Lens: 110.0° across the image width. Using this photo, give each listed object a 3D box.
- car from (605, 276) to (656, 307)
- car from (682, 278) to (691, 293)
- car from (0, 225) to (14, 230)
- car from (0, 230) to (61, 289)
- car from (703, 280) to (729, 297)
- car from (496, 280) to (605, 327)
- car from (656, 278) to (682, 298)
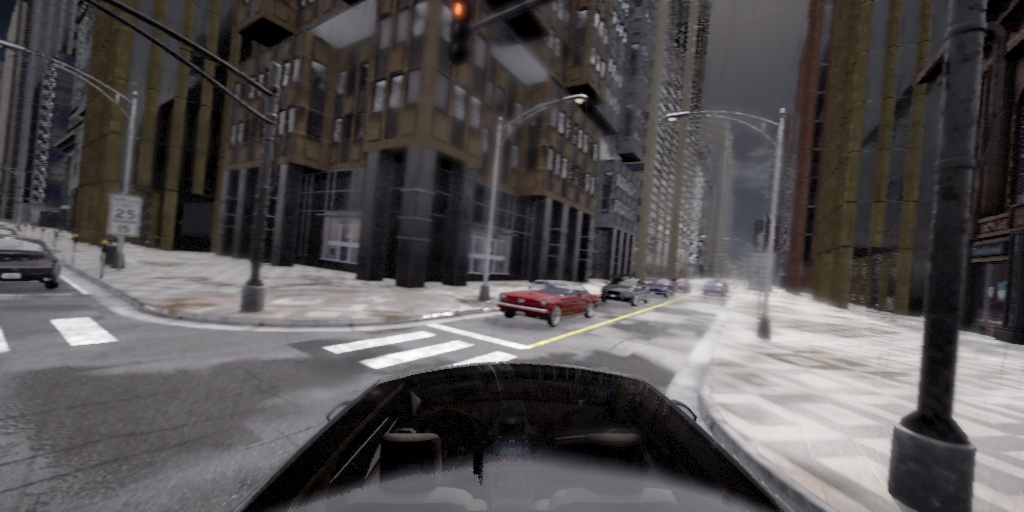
[{"bbox_3d":[6.567,1.933,20.578,1.837,1.490,4.892,5,0,33],"label":"car"},{"bbox_3d":[17.352,2.997,37.226,1.812,1.442,4.674,5,0,34],"label":"car"},{"bbox_3d":[-23.731,-0.674,16.298,4.403,1.370,2.007,0,0,33],"label":"car"},{"bbox_3d":[-14.322,0.107,10.122,4.403,1.370,2.007,0,0,33],"label":"car"},{"bbox_3d":[20.926,3.336,37.042,2.033,1.411,5.357,5,0,34],"label":"car"},{"bbox_3d":[1.457,1.534,12.657,1.895,1.301,4.718,5,0,33],"label":"car"},{"bbox_3d":[11.923,2.494,28.871,2.033,1.411,5.357,5,0,33],"label":"car"}]
